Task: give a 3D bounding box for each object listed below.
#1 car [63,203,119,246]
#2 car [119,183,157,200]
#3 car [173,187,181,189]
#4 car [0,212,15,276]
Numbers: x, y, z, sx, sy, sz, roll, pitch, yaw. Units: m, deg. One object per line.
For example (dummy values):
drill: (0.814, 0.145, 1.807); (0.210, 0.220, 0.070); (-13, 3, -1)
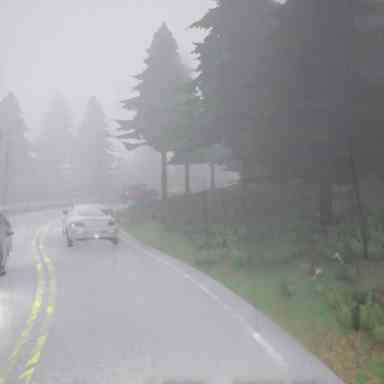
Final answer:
car: (-4.133, 1.174, 13.409); (1.812, 1.442, 4.674); (1, 2, -23)
car: (-5.332, 0.165, 33.886); (2.150, 2.045, 5.566); (-2, 2, 17)
car: (-1.893, -0.036, 48.714); (1.882, 1.535, 5.008); (-2, 1, 29)
car: (-5.936, 1.231, 9.053); (2.033, 1.411, 5.357); (1, 1, -26)
